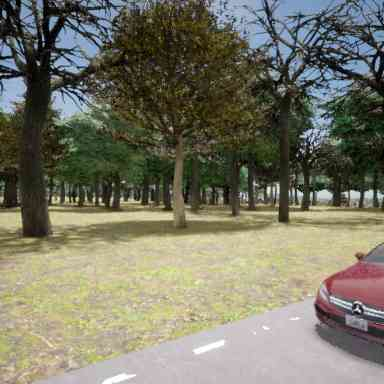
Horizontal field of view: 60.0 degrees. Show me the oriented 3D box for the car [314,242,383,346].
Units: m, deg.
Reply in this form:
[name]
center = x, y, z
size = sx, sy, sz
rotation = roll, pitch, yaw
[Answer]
[car]
center = 4.147, 1.536, 5.901
size = 4.674, 1.442, 1.812
rotation = 0, 0, -35
